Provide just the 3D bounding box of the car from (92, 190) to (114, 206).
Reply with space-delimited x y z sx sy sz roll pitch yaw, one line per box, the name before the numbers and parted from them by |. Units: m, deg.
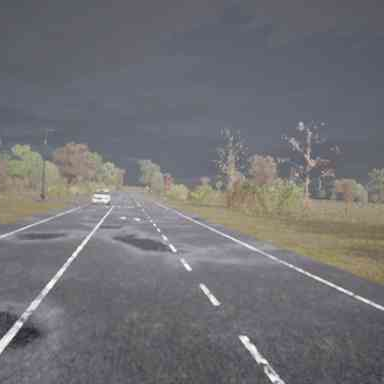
car | -12.400 0.742 45.727 2.150 2.045 5.566 3 0 -11
